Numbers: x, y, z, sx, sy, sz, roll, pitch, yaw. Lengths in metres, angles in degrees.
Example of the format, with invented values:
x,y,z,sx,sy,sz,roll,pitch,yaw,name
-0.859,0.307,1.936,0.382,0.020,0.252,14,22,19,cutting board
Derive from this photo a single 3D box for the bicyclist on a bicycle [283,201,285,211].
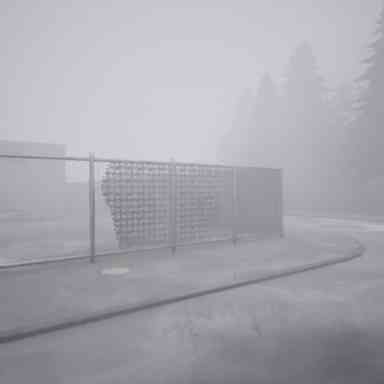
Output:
x,y,z,sx,sy,sz,roll,pitch,yaw,name
8.651,1.143,32.949,1.656,1.620,0.582,-1,1,-35,bicyclist on a bicycle
